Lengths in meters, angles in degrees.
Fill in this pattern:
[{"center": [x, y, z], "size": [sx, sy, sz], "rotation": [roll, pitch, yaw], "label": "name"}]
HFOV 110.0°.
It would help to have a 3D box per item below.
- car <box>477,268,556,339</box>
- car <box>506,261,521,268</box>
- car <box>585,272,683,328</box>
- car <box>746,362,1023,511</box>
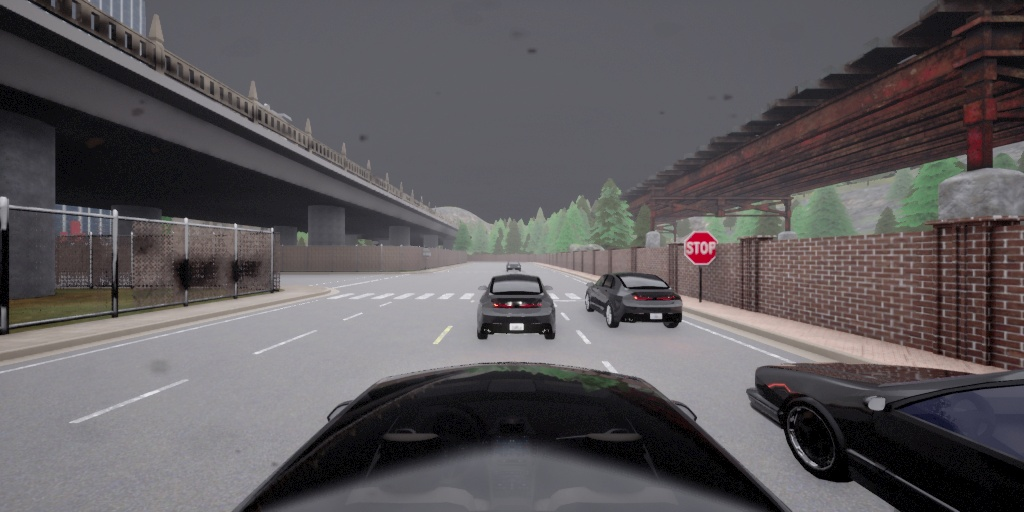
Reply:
[{"center": [0.102, 1.255, 10.009], "size": [1.837, 1.490, 4.892], "rotation": [0, 0, 0], "label": "car"}, {"center": [0.203, 1.351, 46.293], "size": [1.895, 1.301, 4.718], "rotation": [0, 0, -1], "label": "car"}, {"center": [3.604, 1.255, 11.366], "size": [1.837, 1.490, 4.892], "rotation": [0, 0, 0], "label": "car"}, {"center": [3.600, 1.297, 1.620], "size": [2.033, 1.411, 5.357], "rotation": [0, 0, 0], "label": "car"}]
